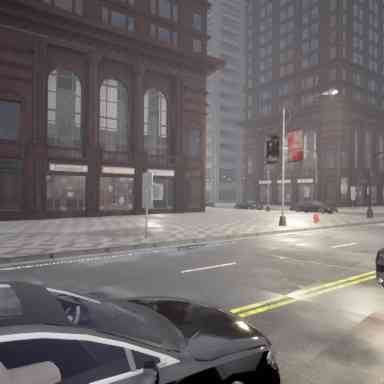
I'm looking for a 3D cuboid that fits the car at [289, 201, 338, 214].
[{"bbox_3d":[13.467,1.723,37.182,2.033,1.411,5.357,1,-1,-35],"label":"car"}]

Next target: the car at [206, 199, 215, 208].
[{"bbox_3d":[1.679,1.746,53.774,1.882,1.535,5.008,1,-1,-35],"label":"car"}]

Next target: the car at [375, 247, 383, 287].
[{"bbox_3d":[6.218,1.515,7.868,4.892,1.490,1.837,0,0,-35],"label":"car"}]

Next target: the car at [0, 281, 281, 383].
[{"bbox_3d":[-1.396,1.492,2.444,4.902,1.511,2.128,0,0,-36],"label":"car"}]

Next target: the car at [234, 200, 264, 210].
[{"bbox_3d":[7.710,1.785,45.283,1.994,1.385,4.181,1,-1,-35],"label":"car"}]
